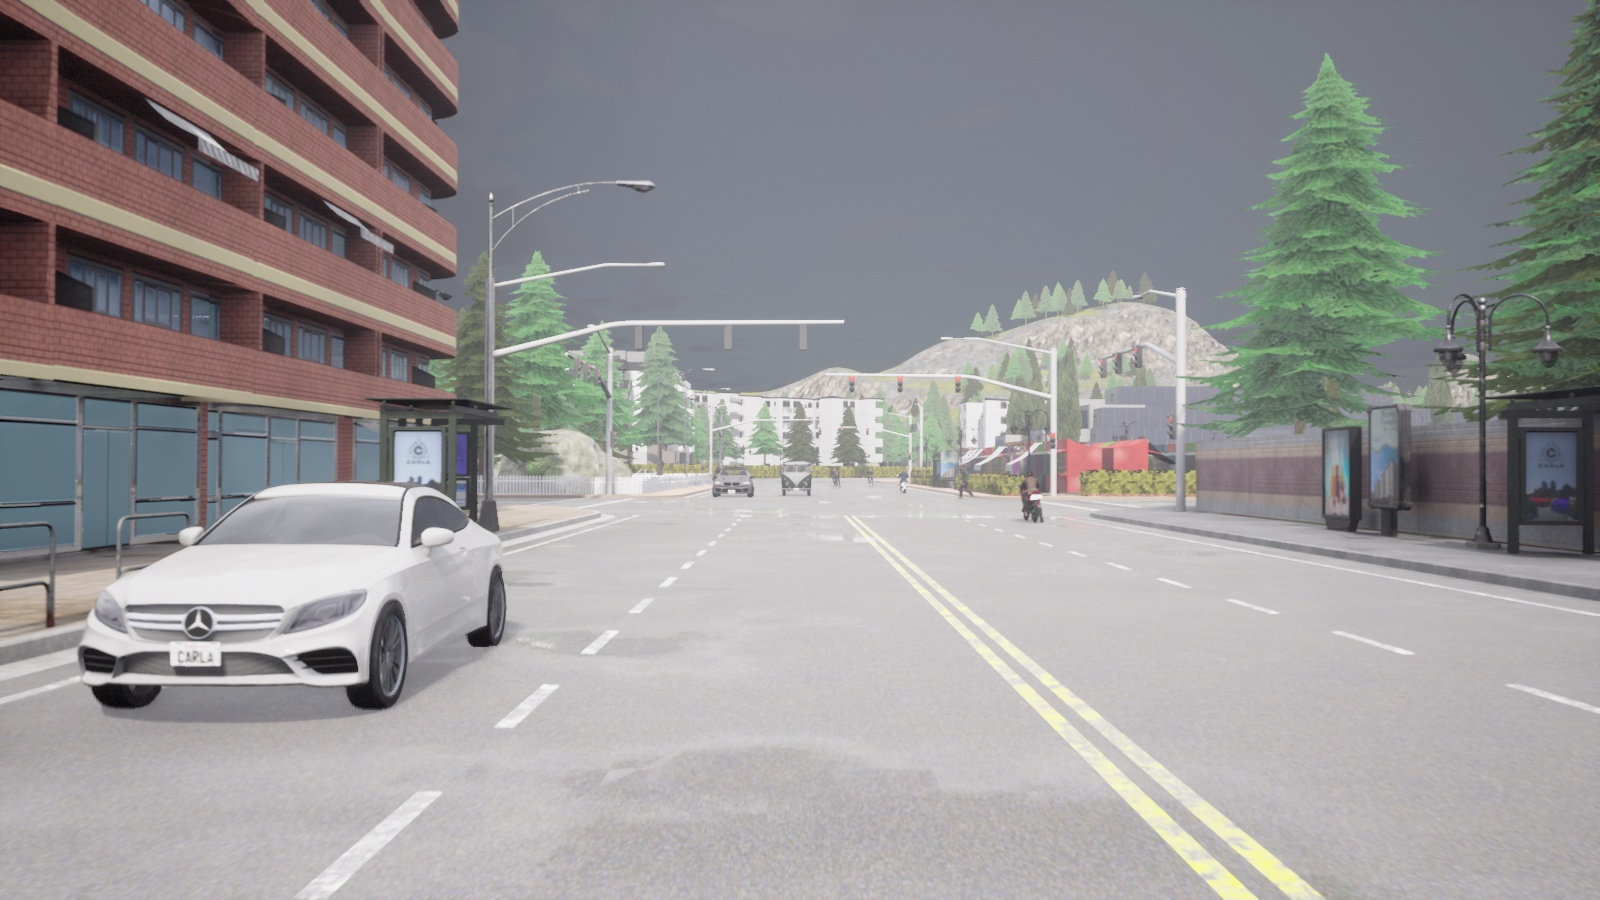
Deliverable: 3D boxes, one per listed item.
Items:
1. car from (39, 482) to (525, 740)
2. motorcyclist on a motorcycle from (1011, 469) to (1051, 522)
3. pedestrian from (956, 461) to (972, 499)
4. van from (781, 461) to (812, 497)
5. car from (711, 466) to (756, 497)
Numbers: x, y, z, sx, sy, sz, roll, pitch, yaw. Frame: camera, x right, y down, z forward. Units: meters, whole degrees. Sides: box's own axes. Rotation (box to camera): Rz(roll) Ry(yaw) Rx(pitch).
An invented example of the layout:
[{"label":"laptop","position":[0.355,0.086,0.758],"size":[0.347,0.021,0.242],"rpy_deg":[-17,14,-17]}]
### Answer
[{"label":"car","position":[-3.530,0.999,9.657],"size":[1.812,1.442,4.674],"rpy_deg":[0,-1,0]},{"label":"motorcyclist on a motorcycle","position":[6.904,1.338,37.587],"size":[0.797,1.523,2.044],"rpy_deg":[0,-1,0]},{"label":"pedestrian","position":[8.526,1.539,65.212],"size":[0.788,1.949,0.423],"rpy_deg":[0,-1,6]},{"label":"van","position":[-0.187,1.684,73.475],"size":[1.775,1.987,4.442],"rpy_deg":[0,-1,0]},{"label":"car","position":[-3.679,1.739,70.093],"size":[2.242,1.667,4.611],"rpy_deg":[0,-1,0]}]
